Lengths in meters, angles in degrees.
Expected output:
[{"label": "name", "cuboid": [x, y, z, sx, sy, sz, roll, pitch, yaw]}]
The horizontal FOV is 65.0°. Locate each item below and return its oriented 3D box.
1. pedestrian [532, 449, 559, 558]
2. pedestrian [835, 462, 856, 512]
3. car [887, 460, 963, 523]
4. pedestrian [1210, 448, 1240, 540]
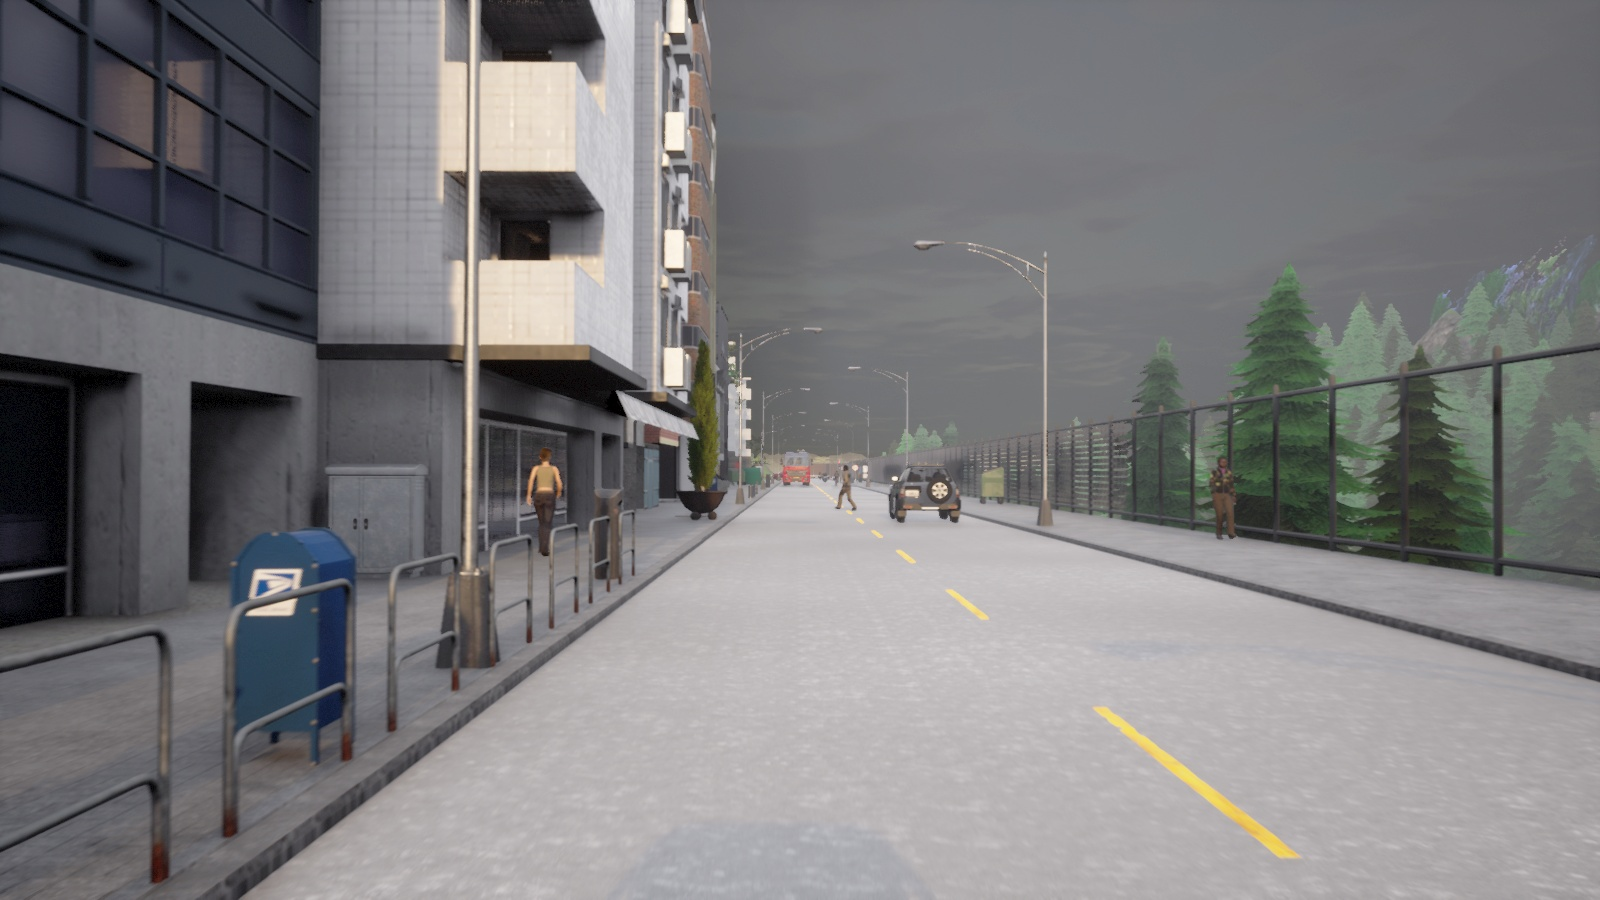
[{"label": "pedestrian", "cuboid": [-4.344, 0.901, 21.435, 0.345, 1.836, 0.594, 0, -1, 0]}, {"label": "pedestrian", "cuboid": [1.773, 1.429, 49.098, 0.692, 1.930, 0.396, -1, -1, 32]}, {"label": "car", "cuboid": [3.895, 1.282, 39.807, 1.932, 1.855, 4.605, 0, -1, 0]}, {"label": "pedestrian", "cuboid": [9.102, 0.939, 26.912, 0.395, 1.930, 0.692, 0, -1, 1]}]
